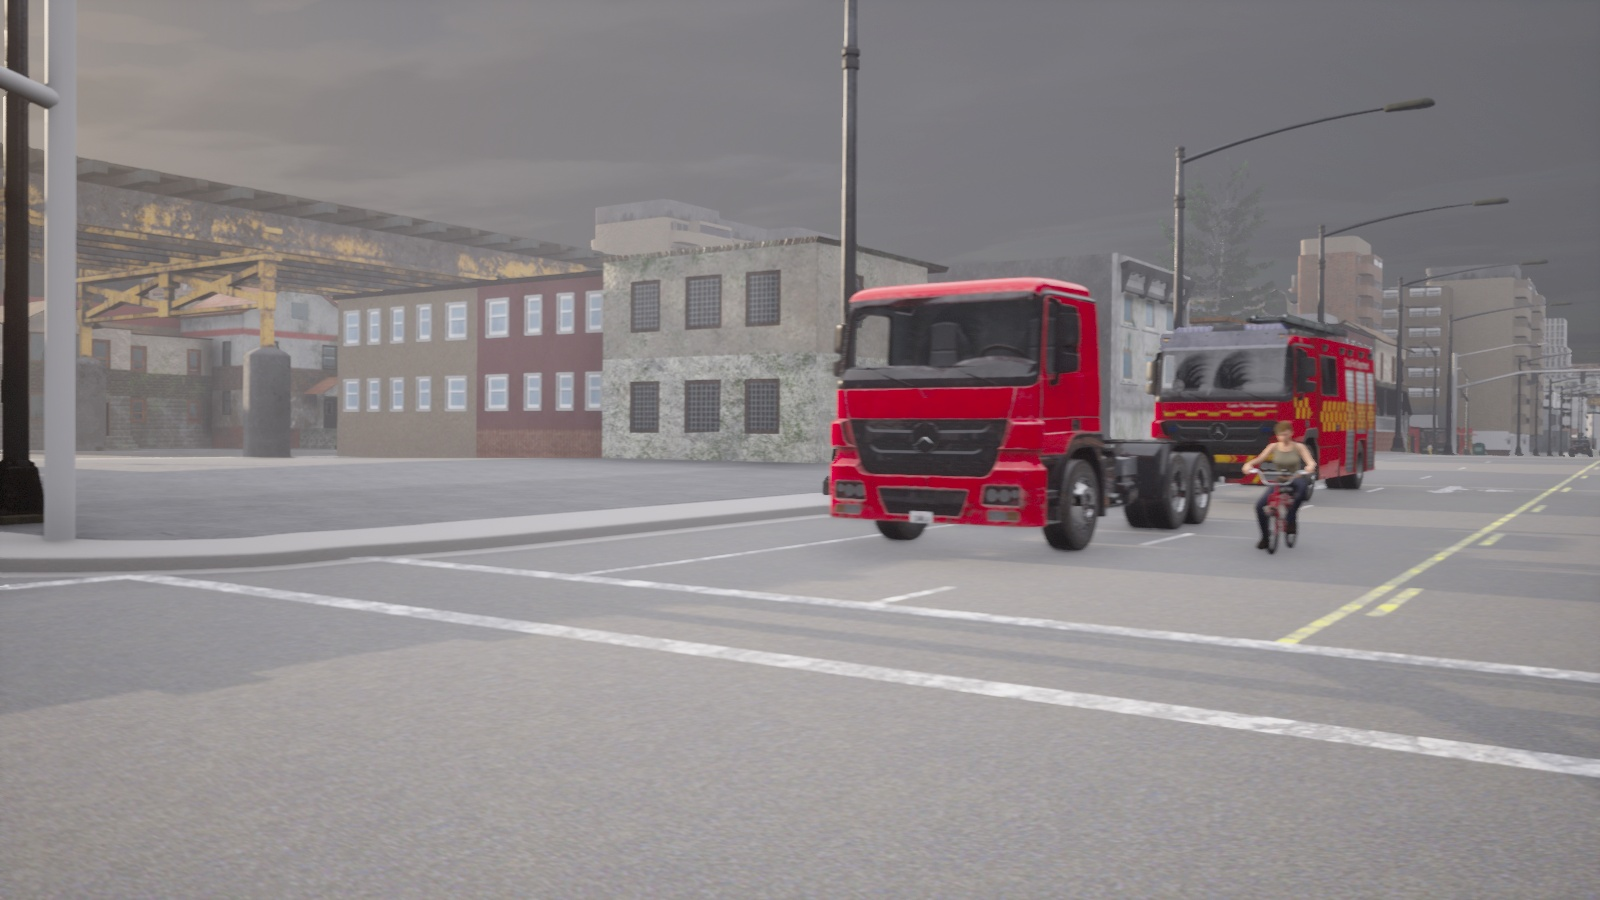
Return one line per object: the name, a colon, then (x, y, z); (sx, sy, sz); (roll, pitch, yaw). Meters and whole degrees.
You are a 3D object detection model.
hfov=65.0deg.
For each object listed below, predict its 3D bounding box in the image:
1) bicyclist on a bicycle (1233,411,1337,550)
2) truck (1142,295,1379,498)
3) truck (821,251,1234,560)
bicyclist on a bicycle: (5.981, 0.340, 15.437); (0.866, 1.612, 1.509); (0, 1, 34)
truck: (10.530, -1.142, 28.030); (2.891, 3.827, 8.468); (0, 2, 35)
truck: (3.718, -0.601, 18.209); (2.891, 3.462, 7.936); (0, 2, 34)
